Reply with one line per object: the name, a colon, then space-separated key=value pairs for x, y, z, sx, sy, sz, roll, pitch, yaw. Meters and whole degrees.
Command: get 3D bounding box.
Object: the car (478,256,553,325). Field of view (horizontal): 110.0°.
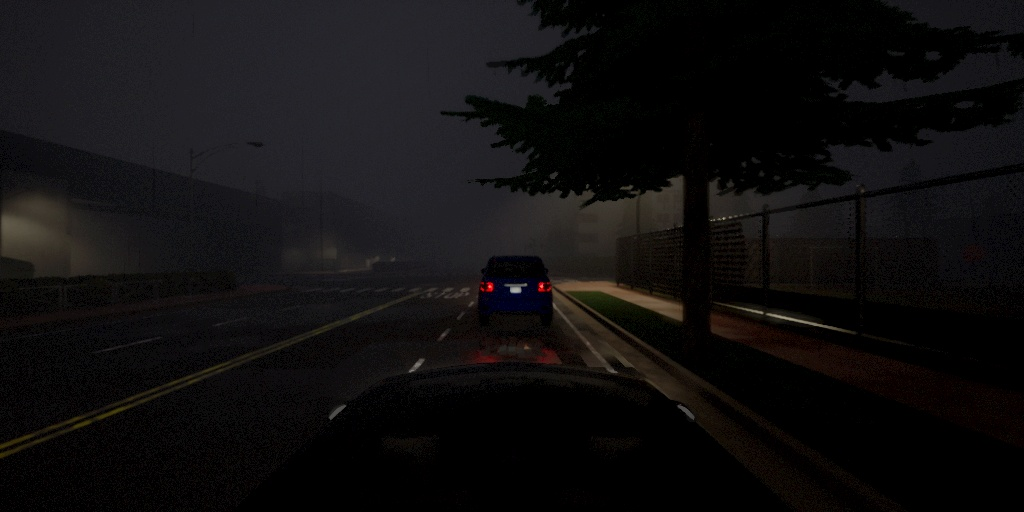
car: x=0.098 y=1.022 z=12.229 sx=2.150 sy=2.045 sz=5.566 roll=0 pitch=0 yaw=0
